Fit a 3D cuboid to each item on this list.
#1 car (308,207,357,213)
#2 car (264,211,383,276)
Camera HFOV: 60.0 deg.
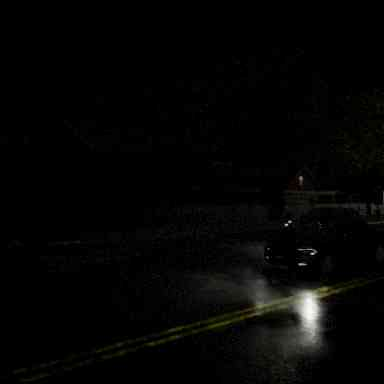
[{"bbox_3d":[6.608,1.530,16.387,4.553,1.767,2.097,1,0,-36],"label":"car"},{"bbox_3d":[4.515,1.597,10.903,5.008,1.535,1.882,1,0,-36],"label":"car"}]
